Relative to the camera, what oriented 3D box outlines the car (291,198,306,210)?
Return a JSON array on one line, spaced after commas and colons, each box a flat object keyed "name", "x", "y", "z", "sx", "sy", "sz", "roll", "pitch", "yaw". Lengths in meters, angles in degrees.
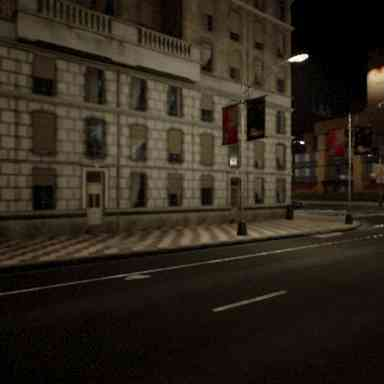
[{"name": "car", "x": 12.902, "y": 1.590, "z": 44.466, "sx": 2.128, "sy": 1.511, "sz": 4.902, "roll": 0, "pitch": 0, "yaw": -36}]
